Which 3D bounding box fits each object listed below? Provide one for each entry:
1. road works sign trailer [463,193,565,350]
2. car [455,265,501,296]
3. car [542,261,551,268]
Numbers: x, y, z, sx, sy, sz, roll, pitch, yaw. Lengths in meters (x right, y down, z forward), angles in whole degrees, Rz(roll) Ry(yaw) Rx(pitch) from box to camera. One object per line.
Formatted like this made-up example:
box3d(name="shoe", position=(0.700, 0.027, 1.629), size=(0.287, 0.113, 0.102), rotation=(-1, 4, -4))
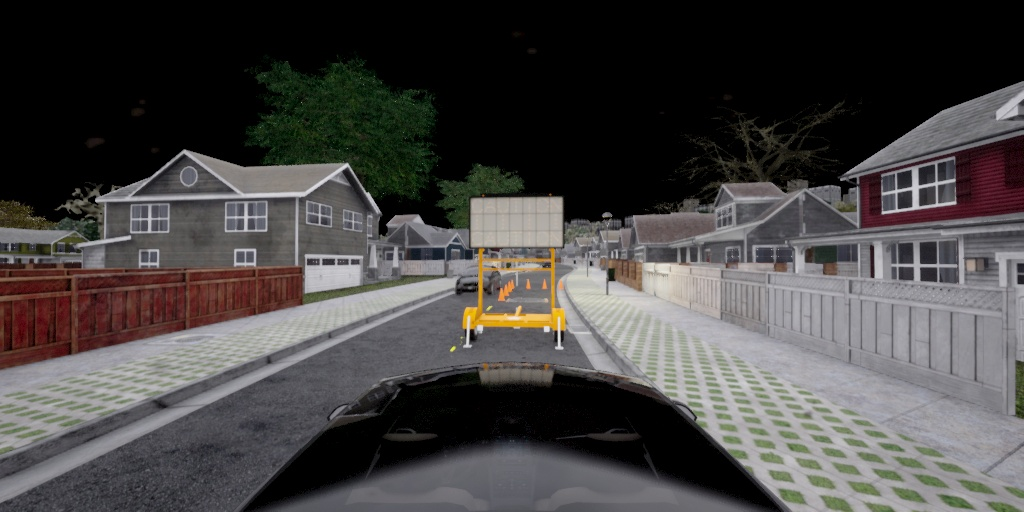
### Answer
box3d(name="road works sign trailer", position=(0.130, 0.218, 9.167), size=(2.380, 3.560, 2.880), rotation=(0, 0, 5))
box3d(name="car", position=(-1.721, 1.274, 19.475), size=(1.837, 1.490, 4.892), rotation=(0, 0, 6))
box3d(name="car", position=(6.073, 1.412, 60.588), size=(2.033, 1.411, 5.357), rotation=(0, 0, 9))
